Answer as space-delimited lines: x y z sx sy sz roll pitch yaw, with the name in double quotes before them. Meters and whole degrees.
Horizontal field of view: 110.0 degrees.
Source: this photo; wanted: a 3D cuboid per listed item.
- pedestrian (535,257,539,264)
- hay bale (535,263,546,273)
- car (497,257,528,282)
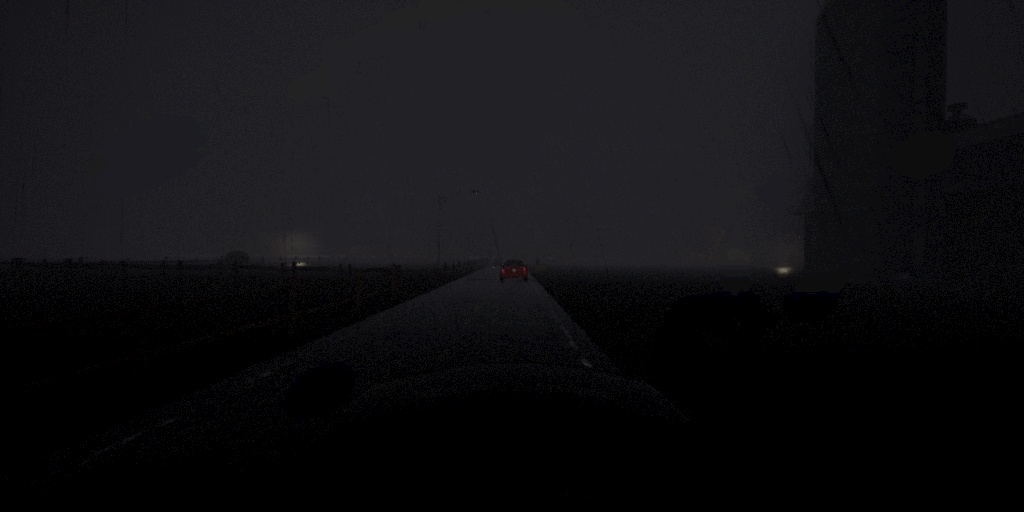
"pedestrian" 2.999 1.003 42.575 0.375 1.860 0.375 0 1 -1
"hay bale" 3.291 1.359 41.452 1.220 1.180 1.240 0 0 0
"car" 0.168 1.067 28.785 2.097 1.767 4.553 0 0 1
